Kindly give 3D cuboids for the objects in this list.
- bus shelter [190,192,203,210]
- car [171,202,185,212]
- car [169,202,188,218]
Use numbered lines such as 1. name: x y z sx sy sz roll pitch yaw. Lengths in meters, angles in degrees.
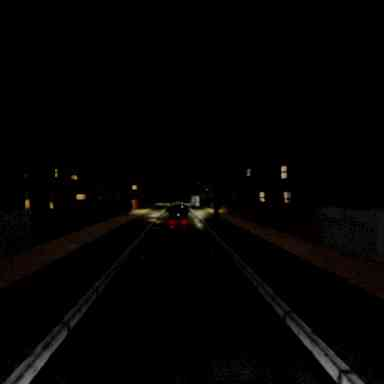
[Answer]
1. bus shelter: 0.721 1.389 53.648 1.920 2.740 3.880 0 0 -3
2. car: -1.963 2.063 46.737 1.895 1.301 4.718 -1 -1 -2
3. car: -1.390 1.926 34.135 1.895 1.301 4.718 -1 -1 -2
